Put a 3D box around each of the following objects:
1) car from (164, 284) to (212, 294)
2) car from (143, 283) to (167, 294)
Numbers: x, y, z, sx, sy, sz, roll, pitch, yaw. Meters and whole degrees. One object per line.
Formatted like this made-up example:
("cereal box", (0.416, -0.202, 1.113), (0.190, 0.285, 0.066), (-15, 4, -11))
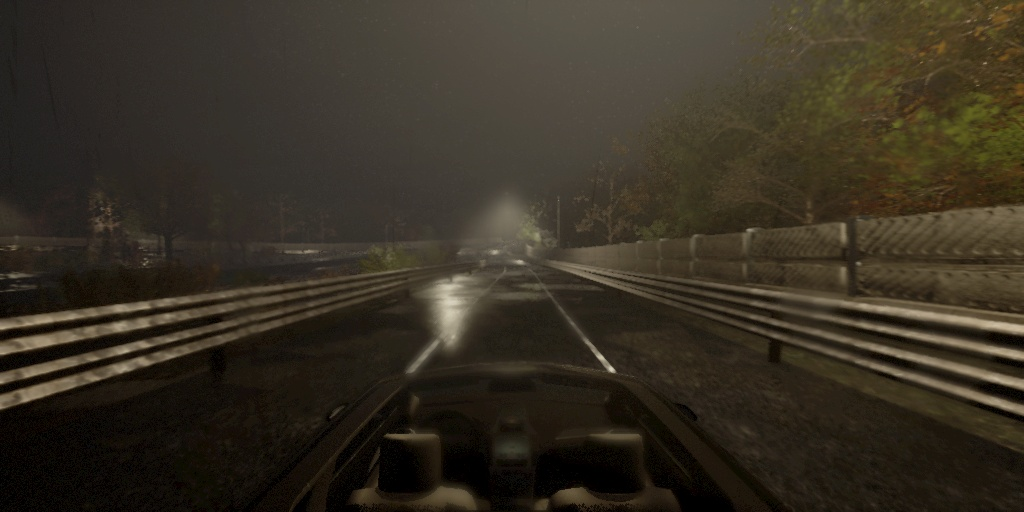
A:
("car", (-40.944, 4.355, 46.137), (1.895, 1.301, 4.718), (1, 4, 16))
("car", (-44.333, 4.201, 46.994), (1.837, 1.490, 4.892), (1, 4, 16))
